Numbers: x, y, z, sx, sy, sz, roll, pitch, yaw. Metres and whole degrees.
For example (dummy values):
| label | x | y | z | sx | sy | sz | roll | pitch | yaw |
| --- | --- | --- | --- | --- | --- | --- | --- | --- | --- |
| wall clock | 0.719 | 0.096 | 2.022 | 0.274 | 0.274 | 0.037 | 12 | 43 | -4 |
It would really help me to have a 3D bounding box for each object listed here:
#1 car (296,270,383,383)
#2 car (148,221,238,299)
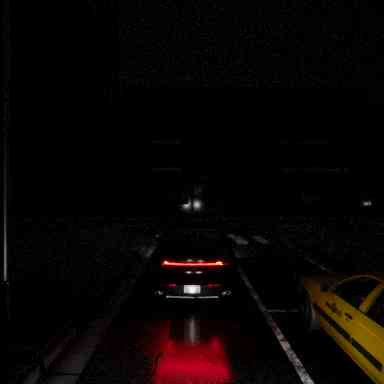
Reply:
| label | x | y | z | sx | sy | sz | roll | pitch | yaw |
| --- | --- | --- | --- | --- | --- | --- | --- | --- | --- |
| car | 2.639 | 1.526 | 3.992 | 1.752 | 1.417 | 4.829 | 0 | 0 | 0 |
| car | 0.064 | 1.505 | 8.422 | 1.837 | 1.490 | 4.892 | 0 | 0 | 1 |
